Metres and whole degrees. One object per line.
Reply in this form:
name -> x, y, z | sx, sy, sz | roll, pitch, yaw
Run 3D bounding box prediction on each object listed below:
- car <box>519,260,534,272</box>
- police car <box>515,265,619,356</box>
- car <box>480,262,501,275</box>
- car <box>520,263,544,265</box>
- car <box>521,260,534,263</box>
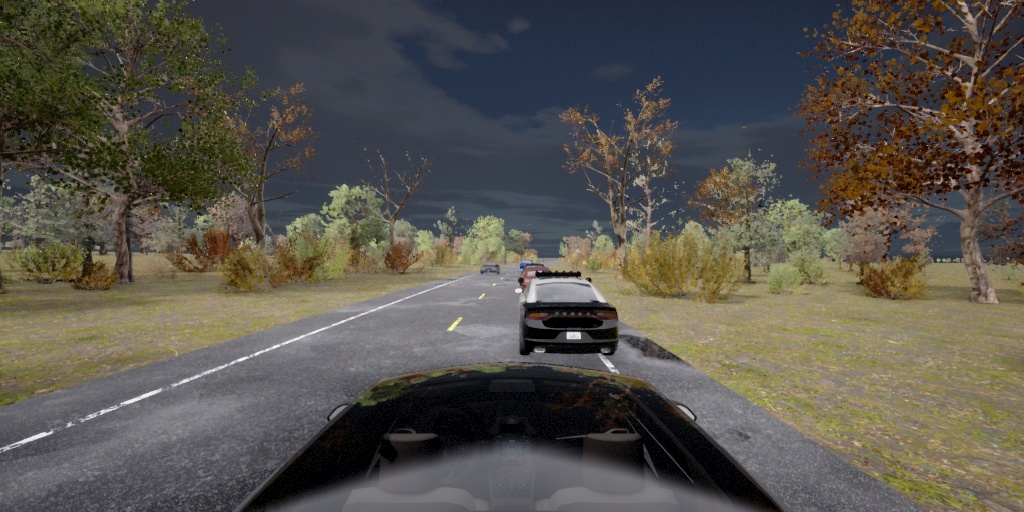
car -> 2.106, 1.313, 50.363 | 1.882, 1.535, 5.008 | 0, 0, 5
police car -> 1.107, 1.177, 8.802 | 1.930, 1.638, 5.238 | 0, 0, 1
car -> -2.331, 1.358, 39.557 | 1.994, 1.385, 4.181 | 0, 0, 4
car -> 1.324, 1.281, 18.645 | 1.812, 1.442, 4.674 | 0, 0, 2
car -> 1.531, 1.266, 24.615 | 1.837, 1.490, 4.892 | 0, 0, 2
